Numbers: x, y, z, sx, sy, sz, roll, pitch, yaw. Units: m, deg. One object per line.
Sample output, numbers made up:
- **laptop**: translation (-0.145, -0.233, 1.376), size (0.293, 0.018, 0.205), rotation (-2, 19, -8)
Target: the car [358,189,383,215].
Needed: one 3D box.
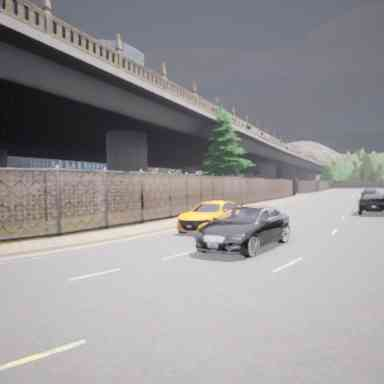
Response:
- **car**: translation (13.438, 0.798, 24.644), size (1.882, 1.535, 5.008), rotation (-1, 1, 28)

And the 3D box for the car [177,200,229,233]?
- **car**: translation (1.136, 1.199, 16.903), size (1.882, 1.535, 5.008), rotation (-1, 1, 31)

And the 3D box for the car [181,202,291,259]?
- **car**: translation (2.014, 1.268, 11.930), size (2.128, 1.511, 4.902), rotation (-1, 1, 35)

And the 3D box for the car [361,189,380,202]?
- **car**: translation (21.511, 0.399, 40.122), size (1.837, 1.490, 4.892), rotation (-1, 0, 27)
